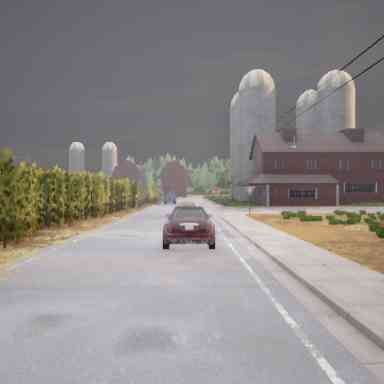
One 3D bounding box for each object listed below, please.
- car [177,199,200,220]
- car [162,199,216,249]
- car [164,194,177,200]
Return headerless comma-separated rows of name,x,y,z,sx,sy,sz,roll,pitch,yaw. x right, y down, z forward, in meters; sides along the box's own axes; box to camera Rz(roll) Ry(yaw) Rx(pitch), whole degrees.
car,-0.278,1.482,29.690,1.882,1.535,5.008,0,0,-1
car,-0.130,1.363,14.661,2.097,1.767,4.553,0,0,-1
car,-4.108,1.325,63.203,2.150,2.045,5.566,0,0,-1
